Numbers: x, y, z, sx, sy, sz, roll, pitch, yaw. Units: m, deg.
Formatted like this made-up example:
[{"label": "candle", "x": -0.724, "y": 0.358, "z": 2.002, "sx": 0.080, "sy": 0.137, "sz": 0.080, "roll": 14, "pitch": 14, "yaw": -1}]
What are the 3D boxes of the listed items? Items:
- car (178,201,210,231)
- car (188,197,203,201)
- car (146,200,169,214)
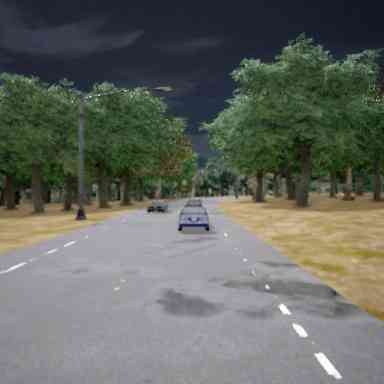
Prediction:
[{"label": "car", "x": 0.104, "y": 1.515, "z": 20.522, "sx": 2.033, "sy": 1.411, "sz": 5.357, "roll": 0, "pitch": 0, "yaw": 0}, {"label": "car", "x": 0.427, "y": 1.369, "z": 43.272, "sx": 2.128, "sy": 1.511, "sz": 4.902, "roll": 0, "pitch": 0, "yaw": 2}, {"label": "car", "x": -3.500, "y": 1.523, "z": 34.338, "sx": 1.895, "sy": 1.301, "sz": 4.718, "roll": 0, "pitch": 0, "yaw": 1}]
